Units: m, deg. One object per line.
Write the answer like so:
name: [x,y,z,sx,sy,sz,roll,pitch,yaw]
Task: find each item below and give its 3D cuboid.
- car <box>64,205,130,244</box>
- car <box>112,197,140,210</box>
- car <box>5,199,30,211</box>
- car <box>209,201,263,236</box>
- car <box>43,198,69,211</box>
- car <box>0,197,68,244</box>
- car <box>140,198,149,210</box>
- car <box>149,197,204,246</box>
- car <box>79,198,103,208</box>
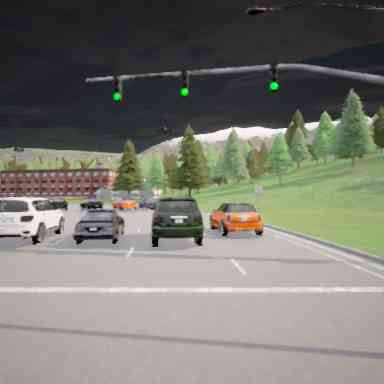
car: [-4.349,1.571,16.139,2.033,1.411,5.357,0,0,-7]
car: [-8.607,1.402,42.062,2.097,1.767,4.553,0,0,-29]
car: [-22.876,1.644,43.486,1.812,1.442,4.674,0,0,-43]
car: [2.313,1.344,18.474,2.097,1.767,4.553,0,0,-7]
car: [-17.423,1.570,42.440,1.882,1.535,5.008,0,0,-37]
car: [-7.884,1.263,16.077,2.150,2.045,5.566,0,0,-7]
car: [-5.610,1.561,44.064,1.812,1.442,4.674,0,0,-31]
car: [-0.792,1.228,15.611,2.150,2.045,5.566,0,0,-6]
car: [-12.704,1.547,41.787,1.882,1.535,5.008,0,0,-33]
